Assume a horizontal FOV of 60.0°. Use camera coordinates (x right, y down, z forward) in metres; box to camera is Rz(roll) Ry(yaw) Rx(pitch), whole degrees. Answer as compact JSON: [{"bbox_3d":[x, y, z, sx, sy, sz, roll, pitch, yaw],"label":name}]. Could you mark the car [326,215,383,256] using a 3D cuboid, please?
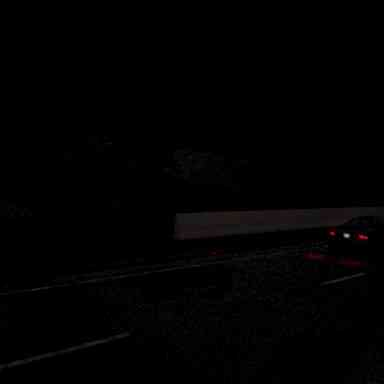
[{"bbox_3d":[7.726,1.678,13.683,5.357,1.411,2.033,1,0,-35],"label":"car"}]
